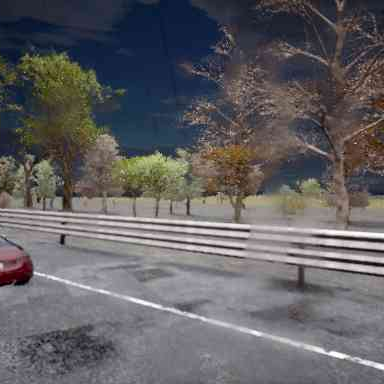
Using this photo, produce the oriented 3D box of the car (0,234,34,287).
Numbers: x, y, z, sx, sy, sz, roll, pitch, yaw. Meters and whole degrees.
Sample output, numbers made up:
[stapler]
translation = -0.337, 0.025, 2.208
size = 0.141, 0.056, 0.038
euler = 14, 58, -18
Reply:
[car]
translation = -5.773, 1.554, 8.216
size = 4.181, 1.385, 1.994
euler = 0, 0, 36
